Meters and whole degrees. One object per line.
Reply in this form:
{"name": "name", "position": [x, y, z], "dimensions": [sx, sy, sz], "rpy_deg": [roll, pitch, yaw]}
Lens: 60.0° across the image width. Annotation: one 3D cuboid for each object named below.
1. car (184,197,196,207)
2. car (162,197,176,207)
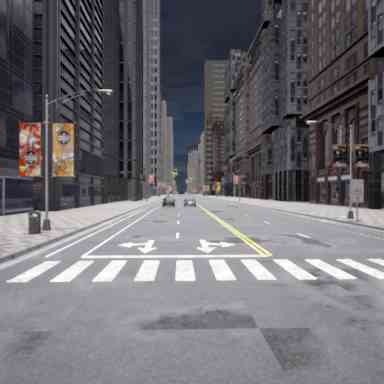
{"name": "car", "position": [-0.334, 1.526, 51.874], "dimensions": [2.128, 1.511, 4.902], "rpy_deg": [0, 0, -2]}
{"name": "car", "position": [-3.582, 1.511, 51.761], "dimensions": [1.882, 1.535, 5.008], "rpy_deg": [0, 0, -2]}
